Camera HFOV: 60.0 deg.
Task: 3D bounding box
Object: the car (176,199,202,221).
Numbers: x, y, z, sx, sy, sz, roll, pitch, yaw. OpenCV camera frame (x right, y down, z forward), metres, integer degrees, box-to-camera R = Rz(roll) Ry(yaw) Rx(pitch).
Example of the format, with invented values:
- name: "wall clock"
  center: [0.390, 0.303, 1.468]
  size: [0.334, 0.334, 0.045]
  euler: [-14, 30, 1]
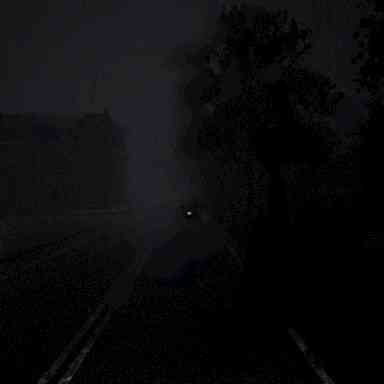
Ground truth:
- name: "car"
  center: [-0.245, 1.563, 26.858]
  size: [1.994, 1.385, 4.181]
  euler: [0, 0, -1]
